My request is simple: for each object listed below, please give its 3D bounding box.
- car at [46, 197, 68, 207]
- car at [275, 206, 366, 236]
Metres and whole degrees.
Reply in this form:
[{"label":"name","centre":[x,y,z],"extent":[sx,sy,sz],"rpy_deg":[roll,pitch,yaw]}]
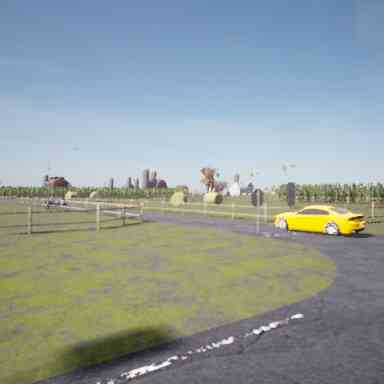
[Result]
[{"label":"car","centre":[-19.899,1.425,48.961],"extent":[2.128,1.511,4.902],"rpy_deg":[1,-1,-40]},{"label":"car","centre":[7.028,1.526,18.732],"extent":[1.882,1.535,5.008],"rpy_deg":[-1,1,-38]}]
